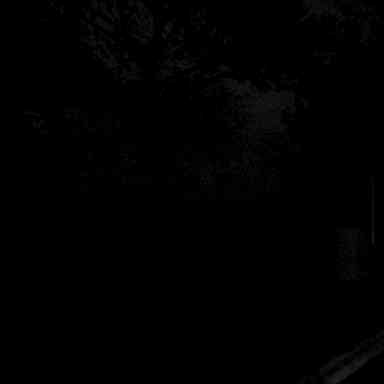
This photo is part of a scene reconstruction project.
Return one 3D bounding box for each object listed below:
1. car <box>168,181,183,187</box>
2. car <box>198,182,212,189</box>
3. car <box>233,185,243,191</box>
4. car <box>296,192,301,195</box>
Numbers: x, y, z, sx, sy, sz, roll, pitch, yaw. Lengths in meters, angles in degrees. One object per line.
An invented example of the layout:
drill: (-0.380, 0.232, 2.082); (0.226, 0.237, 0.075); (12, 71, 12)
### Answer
car: (-4.028, -2.155, 94.419); (2.163, 1.488, 4.792); (4, 1, 20)
car: (3.800, -1.740, 91.605); (2.185, 1.767, 4.553); (4, 1, 20)
car: (11.392, -1.027, 88.580); (1.946, 1.575, 5.366); (5, 1, 20)
car: (27.157, 0.262, 82.983); (2.097, 1.535, 5.008); (5, 1, 20)
